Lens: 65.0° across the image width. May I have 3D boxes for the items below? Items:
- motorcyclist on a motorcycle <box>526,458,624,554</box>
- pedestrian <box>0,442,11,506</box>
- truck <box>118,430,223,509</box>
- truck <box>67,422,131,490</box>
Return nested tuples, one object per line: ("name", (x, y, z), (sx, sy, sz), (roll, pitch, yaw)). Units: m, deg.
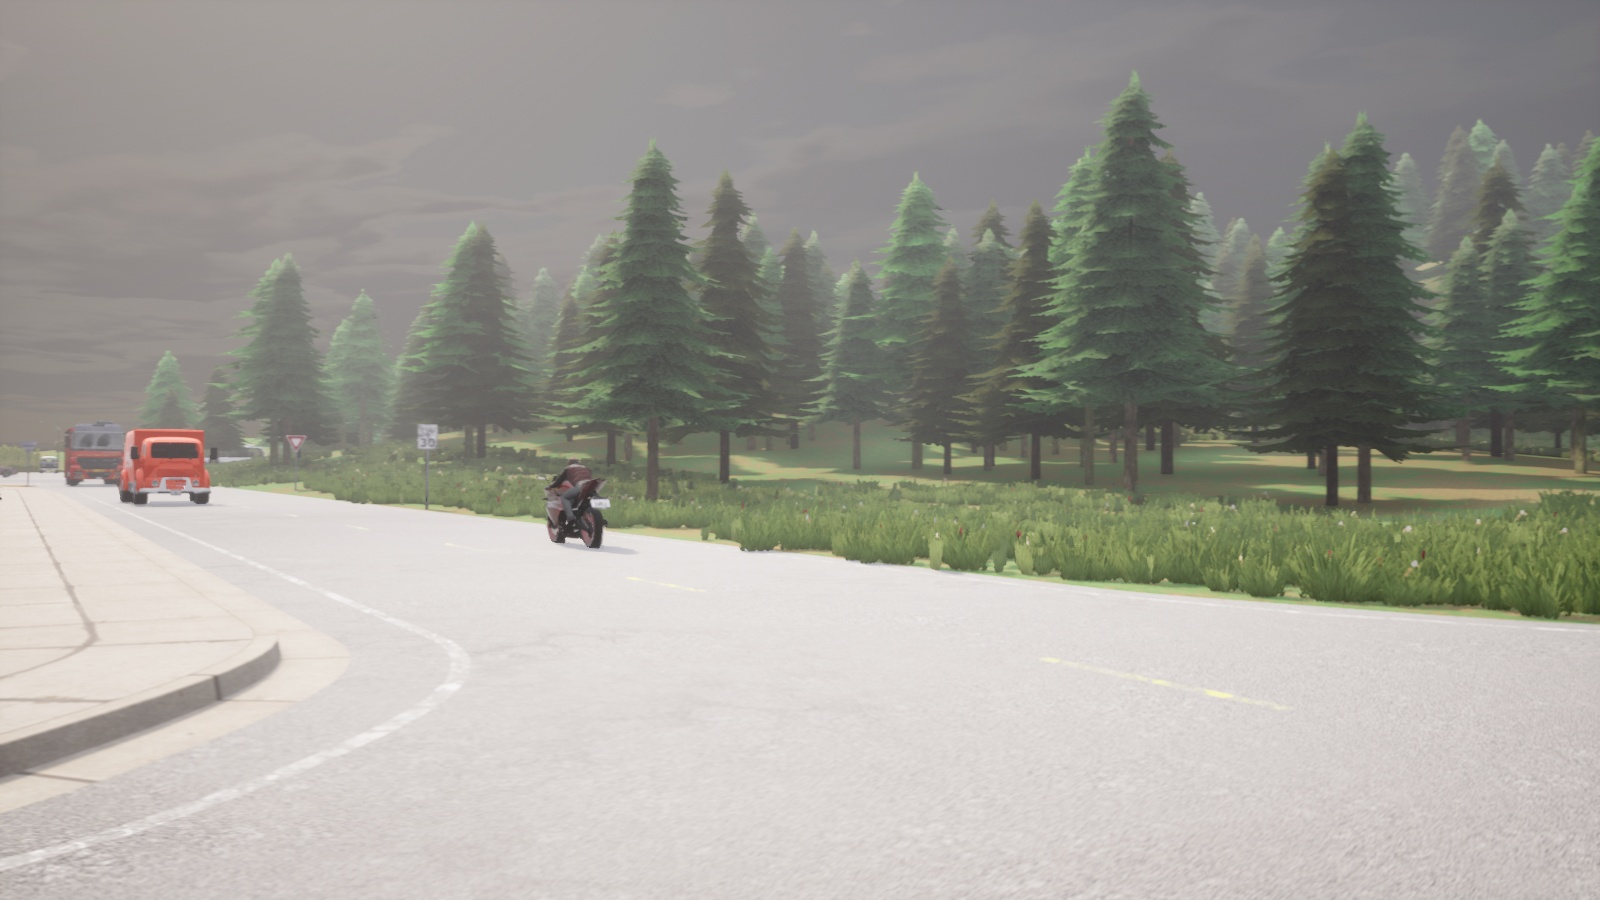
("motorcyclist on a motorcycle", (-3.827, 0.914, 21.192), (0.866, 1.530, 2.191), (0, -1, -32))
("pedestrian", (-24.977, 0.745, 38.742), (0.873, 1.952, 0.659), (0, -1, 19))
("truck", (-21.101, 0.644, 41.998), (2.627, 2.467, 5.204), (0, -1, -32))
("truck", (-41.985, 0.367, 75.076), (2.891, 3.827, 8.468), (0, -1, -32))
